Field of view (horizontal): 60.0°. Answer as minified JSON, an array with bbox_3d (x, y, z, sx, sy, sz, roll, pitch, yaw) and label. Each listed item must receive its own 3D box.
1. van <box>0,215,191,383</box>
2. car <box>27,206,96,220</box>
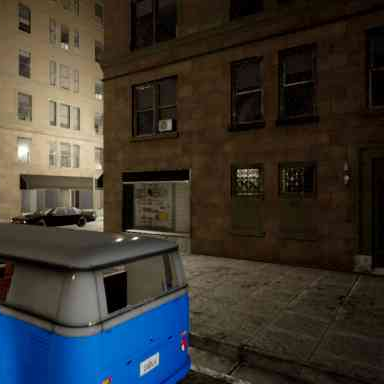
[{"bbox_3d":[-1.937,1.341,4.067,3.998,1.788,1.690,0,0,33],"label":"van"},{"bbox_3d":[-8.757,1.626,21.480,2.033,1.411,5.357,0,0,33],"label":"car"}]
